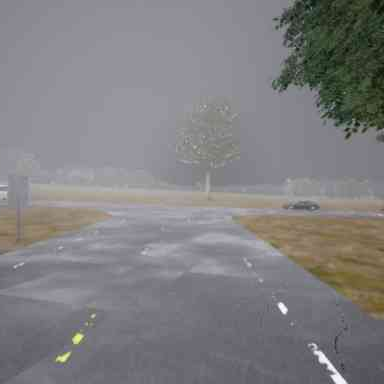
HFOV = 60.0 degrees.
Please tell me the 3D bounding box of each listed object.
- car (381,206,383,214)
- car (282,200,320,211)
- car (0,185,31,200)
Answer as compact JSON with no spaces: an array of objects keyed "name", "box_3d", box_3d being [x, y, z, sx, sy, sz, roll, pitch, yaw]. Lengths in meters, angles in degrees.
[{"name":"car","box_3d":[24.137,2.074,37.641,4.892,1.490,1.837,2,0,1]},{"name":"car","box_3d":[14.609,1.848,44.849,4.892,1.490,1.837,0,0,1]},{"name":"car","box_3d":[-21.715,0.226,38.646,5.566,2.045,2.150,2,0,1]}]
